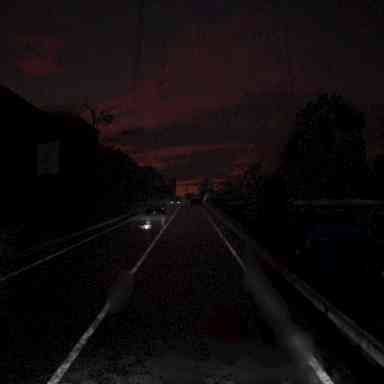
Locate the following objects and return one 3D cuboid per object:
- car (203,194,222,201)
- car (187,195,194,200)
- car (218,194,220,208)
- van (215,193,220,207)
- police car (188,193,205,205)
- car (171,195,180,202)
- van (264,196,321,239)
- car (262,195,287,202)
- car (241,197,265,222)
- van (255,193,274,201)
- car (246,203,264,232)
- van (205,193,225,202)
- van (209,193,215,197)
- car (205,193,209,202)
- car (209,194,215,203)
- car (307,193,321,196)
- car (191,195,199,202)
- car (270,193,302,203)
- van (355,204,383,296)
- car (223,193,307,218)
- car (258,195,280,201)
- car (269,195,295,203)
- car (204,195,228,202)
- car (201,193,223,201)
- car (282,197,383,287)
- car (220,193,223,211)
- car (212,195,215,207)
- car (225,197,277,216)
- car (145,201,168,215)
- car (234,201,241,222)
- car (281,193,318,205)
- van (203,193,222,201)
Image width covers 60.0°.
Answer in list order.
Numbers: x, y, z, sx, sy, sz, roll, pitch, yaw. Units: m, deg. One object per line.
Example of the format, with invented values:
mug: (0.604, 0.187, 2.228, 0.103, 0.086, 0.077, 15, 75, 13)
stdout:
car: (5.139, 1.321, 84.719, 4.553, 1.767, 2.185, 0, 0, 0)
car: (-0.448, 1.511, 89.380, 1.994, 1.385, 4.181, 0, 0, 0)
car: (5.502, 1.338, 37.066, 4.553, 1.767, 2.185, 0, 0, 0)
van: (5.336, 1.233, 39.868, 4.442, 1.987, 1.878, 0, 0, 0)
police car: (0.692, 1.384, 56.696, 1.930, 1.638, 5.238, 0, 0, 0)
car: (-3.624, 1.392, 74.742, 1.882, 1.535, 5.008, 0, 0, 0)
van: (5.731, 1.279, 14.640, 4.442, 1.987, 1.878, 0, 0, 0)
car: (18.311, 1.433, 73.703, 5.008, 1.535, 2.097, 0, 0, 0)
car: (5.610, 1.369, 20.246, 4.553, 1.767, 2.185, 0, 0, 0)
van: (18.366, 1.222, 84.848, 4.442, 1.987, 1.878, 0, 0, 0)
car: (5.590, 1.501, 17.443, 4.892, 1.521, 2.231, 0, 0, 0)
van: (5.337, 1.209, 76.309, 4.442, 1.987, 1.878, 0, 0, 0)
van: (5.265, 1.212, 51.080, 4.442, 1.987, 1.878, 0, 0, 0)
car: (5.322, 1.423, 59.488, 5.008, 1.535, 2.097, 0, 0, 0)
car: (5.370, 1.472, 48.278, 4.792, 1.488, 2.163, 0, 0, 0)
car: (18.412, 1.182, 54.333, 5.566, 2.045, 2.435, 0, 0, 0)
car: (0.611, 1.468, 72.616, 1.837, 1.490, 4.892, 0, 0, 0)
car: (18.342, 1.172, 65.350, 5.566, 2.045, 2.435, 0, 0, 0)
van: (5.785, 1.295, 6.232, 4.442, 1.987, 1.878, 0, 0, 0)
car: (5.514, 1.233, 25.852, 5.566, 2.045, 2.435, 0, 0, 0)
car: (18.280, 1.480, 79.275, 4.674, 1.452, 2.002, 0, 0, 0)
car: (18.381, 1.455, 68.134, 4.792, 1.488, 2.163, 0, 0, 0)
car: (5.233, 1.431, 73.504, 5.008, 1.535, 2.097, 0, 0, 0)
car: (5.184, 1.203, 87.520, 5.566, 2.045, 2.435, 0, 0, 0)
car: (5.622, 1.264, 9.032, 5.566, 2.045, 2.435, 0, 0, 0)
car: (5.496, 1.228, 28.655, 5.566, 2.045, 2.435, 0, 0, 0)
car: (5.430, 1.453, 42.672, 5.008, 1.535, 2.097, 0, 0, 0)
car: (5.476, 1.348, 31.459, 4.553, 1.767, 2.185, 0, 0, 0)
car: (-3.514, 1.595, 33.381, 1.895, 1.301, 4.718, 0, 0, 0)
car: (5.558, 1.530, 23.050, 4.674, 1.452, 2.002, 0, 0, 0)
car: (18.394, 1.177, 56.995, 5.566, 2.045, 2.435, 0, 0, 0)
van: (5.071, 1.217, 81.914, 4.442, 1.987, 1.878, 0, 0, 0)
